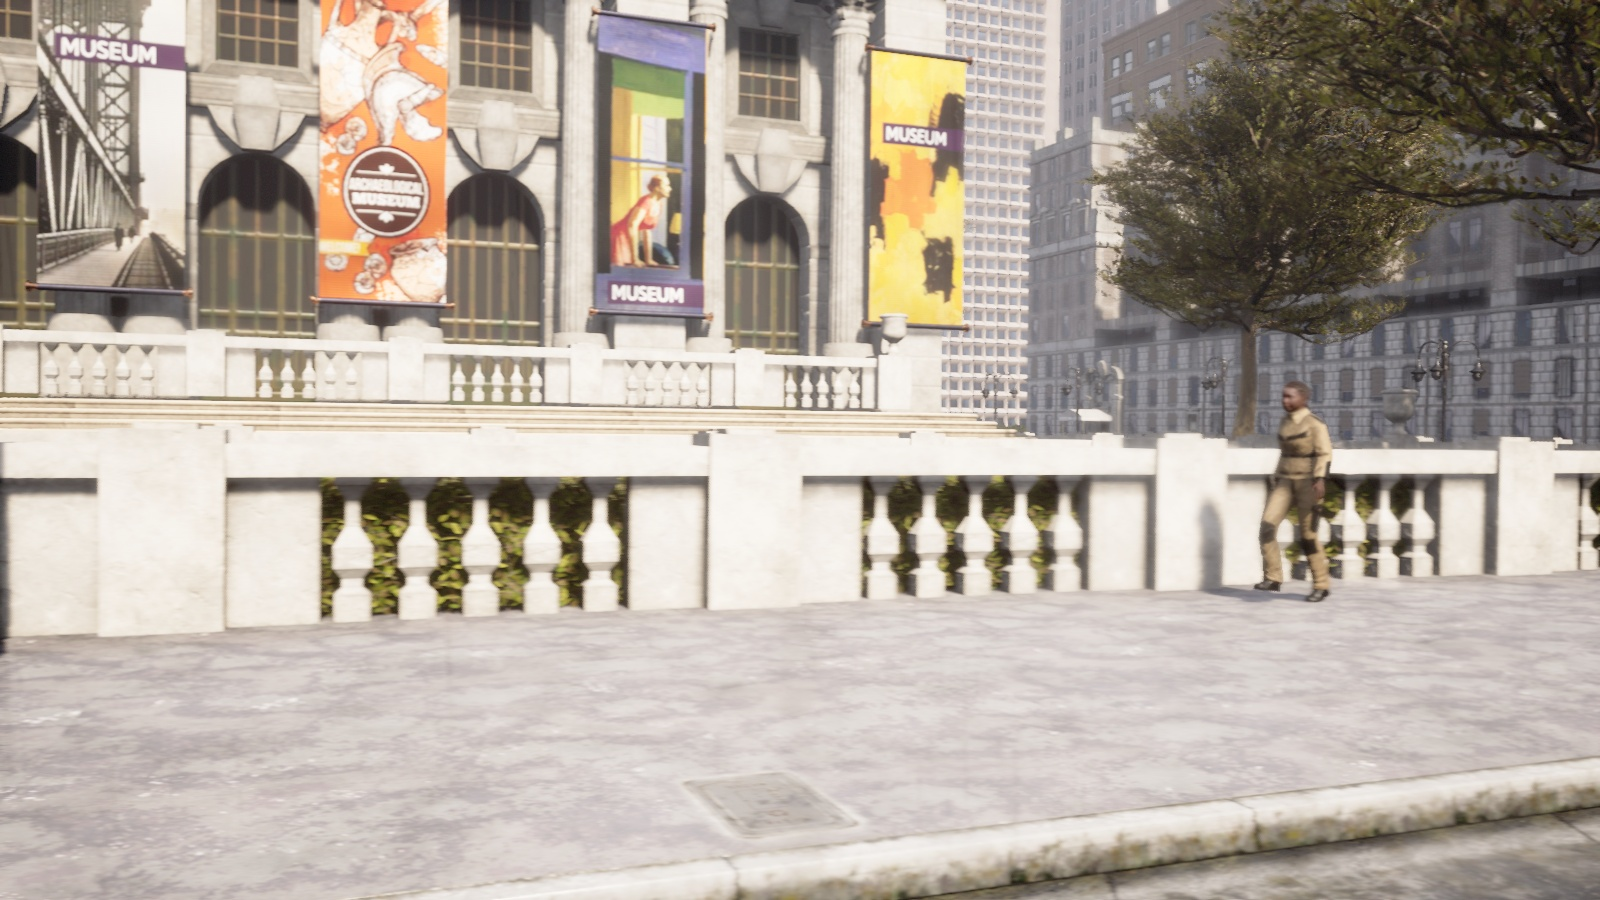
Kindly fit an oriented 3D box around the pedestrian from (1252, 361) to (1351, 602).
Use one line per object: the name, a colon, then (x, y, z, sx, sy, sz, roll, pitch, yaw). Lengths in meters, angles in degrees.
pedestrian: (4.145, 0.242, 10.380, 0.692, 1.930, 0.396, -1, 1, -26)
